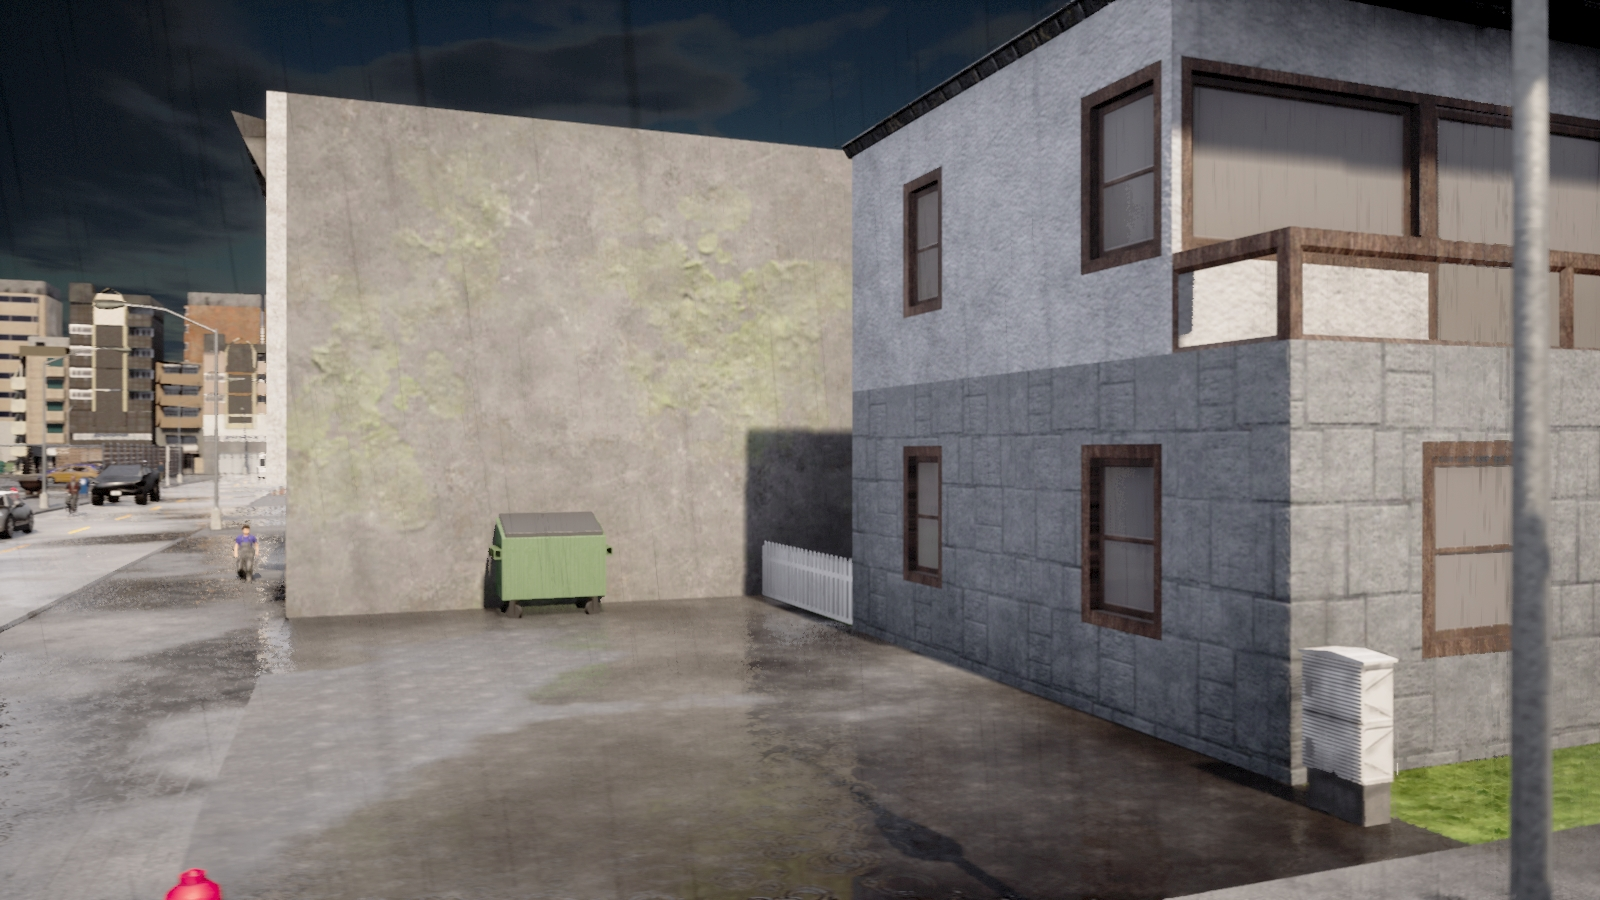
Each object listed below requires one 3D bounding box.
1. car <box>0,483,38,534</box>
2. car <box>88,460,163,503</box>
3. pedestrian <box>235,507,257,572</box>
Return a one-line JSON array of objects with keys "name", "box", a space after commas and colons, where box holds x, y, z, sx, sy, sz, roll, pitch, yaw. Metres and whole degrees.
[{"name": "car", "box": [-26.373, 1.878, 37.069, 1.970, 1.475, 3.806, 0, 0, -21]}, {"name": "car", "box": [-35.229, 1.585, 59.864, 2.390, 2.098, 6.274, 0, 0, -21]}, {"name": "pedestrian", "box": [-11.319, 1.824, 23.359, 0.375, 1.300, 0.375, 0, 0, -22]}]
